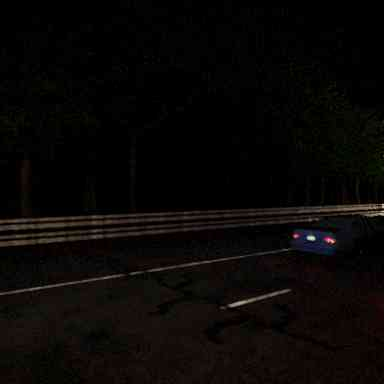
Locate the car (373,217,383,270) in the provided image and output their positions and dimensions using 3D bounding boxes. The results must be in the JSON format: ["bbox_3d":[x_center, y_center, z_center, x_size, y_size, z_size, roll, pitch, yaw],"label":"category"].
[{"bbox_3d":[7.061,1.351,8.780,4.553,1.767,2.097,0,0,-35],"label":"car"}]

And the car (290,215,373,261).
[{"bbox_3d":[5.911,1.548,12.259,5.357,1.411,2.033,0,0,-36],"label":"car"}]
